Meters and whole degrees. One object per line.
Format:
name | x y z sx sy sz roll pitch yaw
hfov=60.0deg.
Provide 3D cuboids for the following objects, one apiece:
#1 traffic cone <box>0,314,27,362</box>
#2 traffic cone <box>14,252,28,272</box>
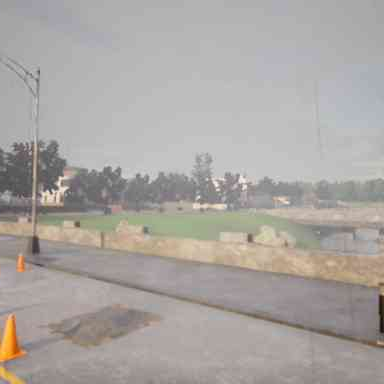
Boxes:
traffic cone | -2.671 2.104 4.907 0.340 0.580 0.340 -1 -2 37
traffic cone | -5.622 2.276 10.929 0.340 0.580 0.340 -1 -2 37
